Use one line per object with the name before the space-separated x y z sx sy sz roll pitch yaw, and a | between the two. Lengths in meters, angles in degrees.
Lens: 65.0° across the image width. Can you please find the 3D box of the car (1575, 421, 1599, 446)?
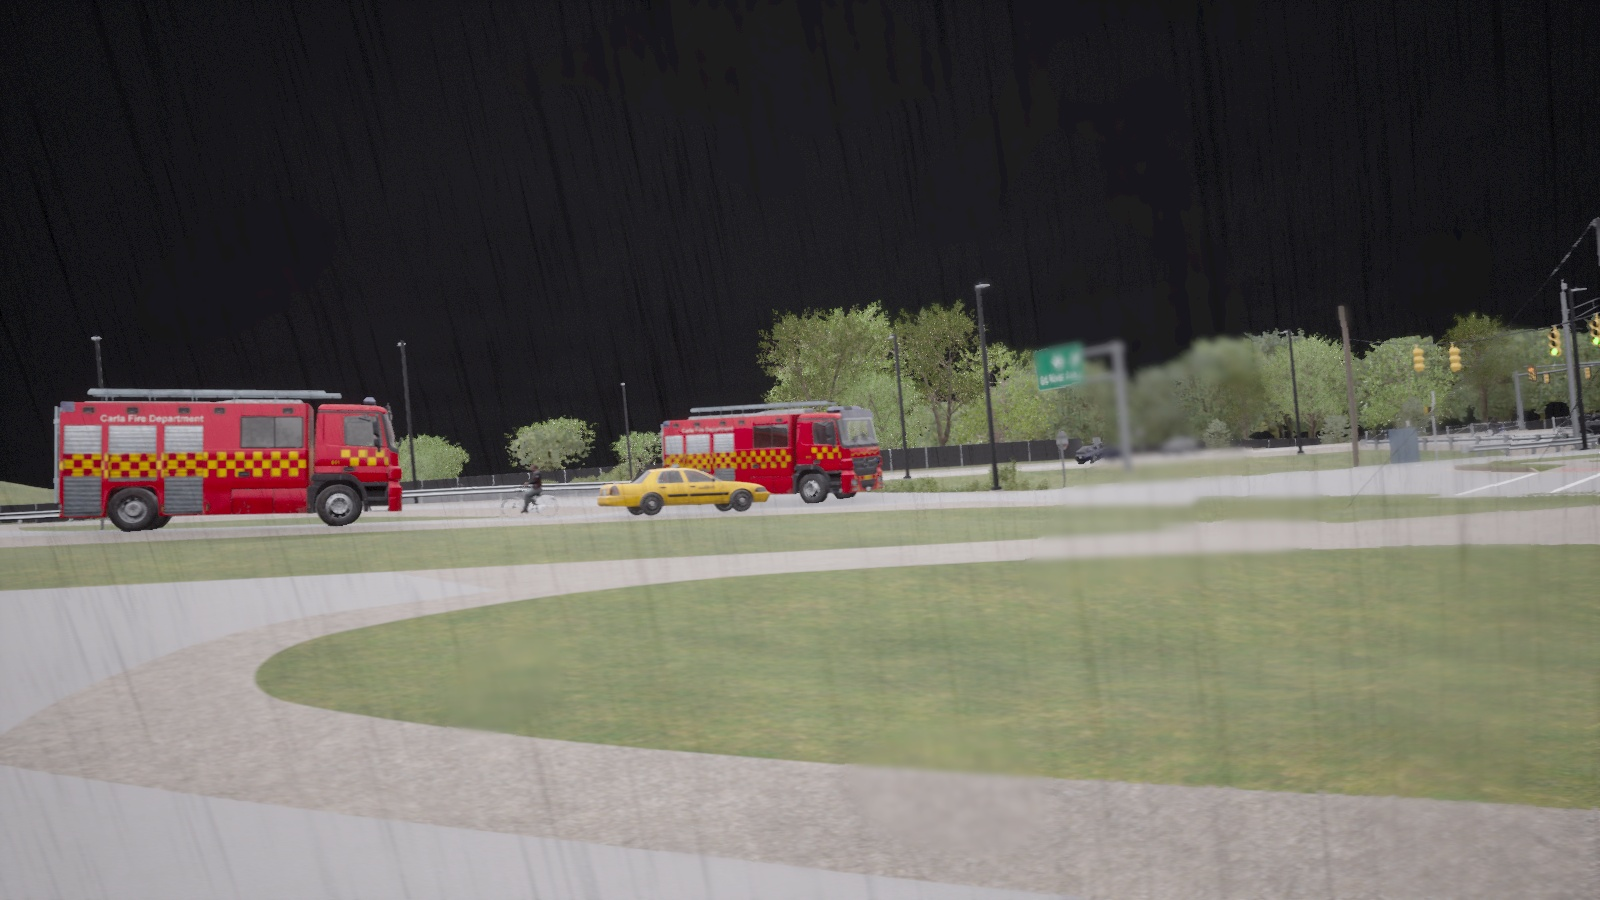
car | 52.522 -1.143 81.101 1.789 1.549 3.705 -4 -1 -26

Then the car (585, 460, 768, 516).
car | -3.867 1.176 39.388 5.366 1.575 1.801 -1 -2 -23

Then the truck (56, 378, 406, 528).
truck | -15.316 0.142 34.622 8.468 3.827 2.891 0 -2 -18

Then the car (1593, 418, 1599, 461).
car | 37.813 -0.594 55.920 4.605 1.855 1.932 -3 -1 -24

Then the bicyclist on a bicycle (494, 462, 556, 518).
bicyclist on a bicycle | -8.985 1.297 41.031 1.843 1.776 0.659 0 -2 -23

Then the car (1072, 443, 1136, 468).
car | 21.970 0.388 90.727 4.193 1.474 1.816 -3 -1 -23

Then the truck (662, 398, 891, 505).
truck | -1.006 0.105 48.656 8.468 3.827 2.891 -2 1 31
